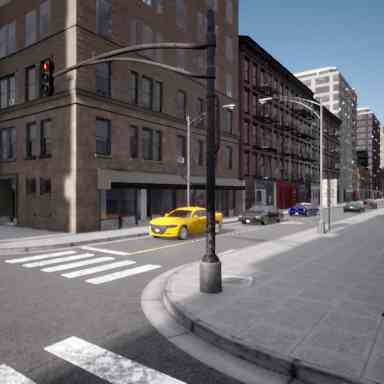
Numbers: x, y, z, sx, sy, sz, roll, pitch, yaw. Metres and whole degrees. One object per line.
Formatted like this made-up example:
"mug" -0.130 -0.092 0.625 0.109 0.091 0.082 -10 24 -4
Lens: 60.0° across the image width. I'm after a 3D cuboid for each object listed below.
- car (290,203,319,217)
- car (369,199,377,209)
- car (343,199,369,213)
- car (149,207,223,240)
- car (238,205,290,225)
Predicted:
"car" 11.528 1.814 34.321 1.895 1.301 4.718 0 0 36
"car" 27.672 1.843 51.910 1.837 1.490 4.892 0 0 36
"car" 20.388 1.839 41.688 1.994 1.385 4.181 0 0 36
"car" -0.198 1.574 17.882 1.882 1.535 5.008 0 0 35
"car" 5.542 1.702 25.941 2.033 1.411 5.357 0 0 35
